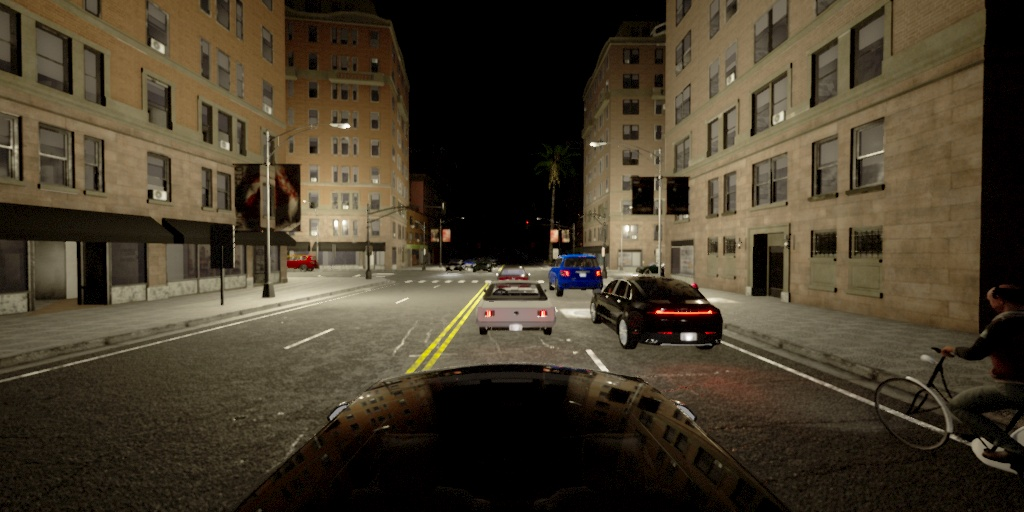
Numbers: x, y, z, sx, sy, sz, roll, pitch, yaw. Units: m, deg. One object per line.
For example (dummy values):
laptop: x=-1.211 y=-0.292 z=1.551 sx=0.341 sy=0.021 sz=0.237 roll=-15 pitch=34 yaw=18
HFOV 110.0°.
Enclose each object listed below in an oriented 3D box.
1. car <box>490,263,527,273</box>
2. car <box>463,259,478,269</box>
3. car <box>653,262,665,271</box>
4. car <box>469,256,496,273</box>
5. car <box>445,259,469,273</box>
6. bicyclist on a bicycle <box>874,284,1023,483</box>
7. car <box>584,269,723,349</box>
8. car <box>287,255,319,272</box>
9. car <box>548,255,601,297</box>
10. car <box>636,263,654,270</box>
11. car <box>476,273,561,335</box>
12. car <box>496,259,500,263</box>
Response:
car: x=0.073 y=1.286 z=19.989 sx=2.033 sy=1.411 sz=5.357 roll=0 pitch=0 yaw=0
car: x=-6.669 y=1.242 z=57.847 sx=1.812 sy=1.442 sz=4.674 roll=0 pitch=0 yaw=0
car: x=16.159 y=1.497 z=33.891 sx=4.313 sy=1.339 sz=1.948 roll=0 pitch=0 yaw=0
car: x=-3.394 y=1.035 z=41.936 sx=2.097 sy=1.767 sz=4.553 roll=1 pitch=0 yaw=0
car: x=-6.658 y=1.136 z=42.454 sx=2.128 sy=1.511 sz=4.902 roll=0 pitch=0 yaw=0
bicyclist on a bicycle: x=4.143 y=1.120 z=3.188 sx=0.659 sy=1.776 sz=1.843 roll=0 pitch=0 yaw=0
car: x=3.294 y=1.250 z=9.079 sx=1.837 sy=1.490 sz=4.892 roll=0 pitch=0 yaw=0
car: x=-23.952 y=0.817 z=39.323 sx=5.009 sy=1.841 sz=2.192 roll=0 pitch=0 yaw=-9
car: x=3.224 y=0.960 z=18.988 sx=2.150 sy=2.045 sz=5.566 roll=0 pitch=0 yaw=0
car: x=15.999 y=1.406 z=39.839 sx=4.181 sy=1.385 sz=1.994 roll=0 pitch=1 yaw=0
car: x=0.089 y=1.345 z=10.420 sx=1.895 sy=1.301 sz=4.718 roll=0 pitch=0 yaw=0
car: x=-3.418 y=1.204 z=61.267 sx=2.128 sy=1.511 sz=4.902 roll=0 pitch=0 yaw=0
